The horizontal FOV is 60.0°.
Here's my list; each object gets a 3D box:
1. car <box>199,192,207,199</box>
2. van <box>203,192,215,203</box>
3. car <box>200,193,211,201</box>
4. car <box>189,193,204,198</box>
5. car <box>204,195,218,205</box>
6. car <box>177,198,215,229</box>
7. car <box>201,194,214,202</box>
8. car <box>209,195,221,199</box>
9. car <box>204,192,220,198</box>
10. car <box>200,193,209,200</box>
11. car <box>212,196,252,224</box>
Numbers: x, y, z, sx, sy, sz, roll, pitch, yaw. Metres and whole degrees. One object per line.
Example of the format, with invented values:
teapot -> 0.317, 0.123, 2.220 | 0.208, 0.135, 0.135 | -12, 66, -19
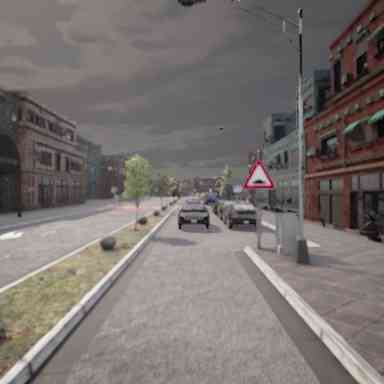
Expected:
car -> 3.033, 1.012, 92.691 | 2.185, 1.767, 4.553 | 0, 0, 0
van -> 3.021, 0.953, 59.586 | 1.878, 1.987, 4.442 | 0, 0, 0
car -> 3.026, 1.017, 76.001 | 2.185, 1.767, 4.553 | 0, 0, 0
car -> 0.111, 1.279, 39.386 | 1.895, 1.301, 4.718 | 0, 6, 0
car -> 3.018, 1.241, 53.944 | 2.002, 1.452, 4.674 | 0, 0, 0
car -> 0.108, 1.399, 21.003 | 2.128, 1.511, 4.902 | 0, 0, 0
car -> 3.023, 1.163, 64.984 | 2.231, 1.521, 4.892 | 0, 0, 0
car -> 3.009, 1.357, 32.017 | 2.163, 1.488, 4.792 | 0, 0, 0
car -> 3.016, 0.978, 48.455 | 2.435, 2.045, 5.566 | 0, 0, 0
car -> 3.028, 1.013, 81.522 | 2.185, 1.767, 4.553 | 0, 0, 0
car -> 3.007, 1.360, 26.459 | 2.231, 1.521, 4.892 | 0, 0, 0
